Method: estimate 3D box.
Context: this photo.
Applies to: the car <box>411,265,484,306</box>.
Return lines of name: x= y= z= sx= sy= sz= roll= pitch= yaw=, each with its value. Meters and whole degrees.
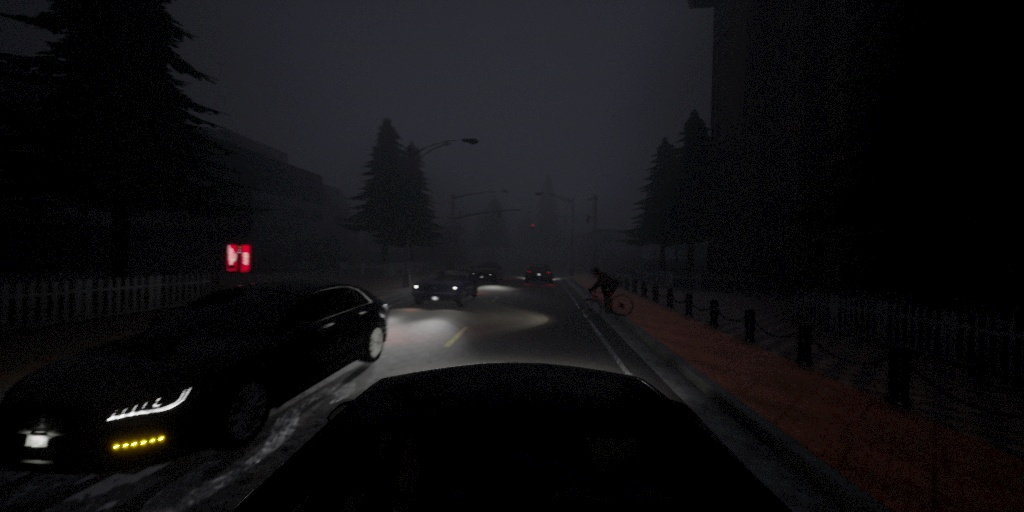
car: x=-2.619 y=1.221 z=15.193 sx=1.895 sy=1.301 sz=4.718 roll=1 pitch=0 yaw=5

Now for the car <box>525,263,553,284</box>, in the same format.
car: x=2.028 y=1.244 z=26.785 sx=1.994 sy=1.385 sz=4.181 roll=1 pitch=0 yaw=5

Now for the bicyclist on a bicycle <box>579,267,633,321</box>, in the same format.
bicyclist on a bicycle: x=2.840 y=1.143 z=11.069 sx=1.656 sy=1.620 sz=0.582 roll=-8 pitch=0 yaw=5

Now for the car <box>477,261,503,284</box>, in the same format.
car: x=-1.733 y=1.098 z=25.511 sx=1.837 sy=1.490 sz=4.892 roll=1 pitch=0 yaw=5

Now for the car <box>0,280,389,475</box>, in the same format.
car: x=-3.430 y=1.152 z=5.149 sx=1.837 sy=1.490 sz=4.892 roll=1 pitch=0 yaw=4
